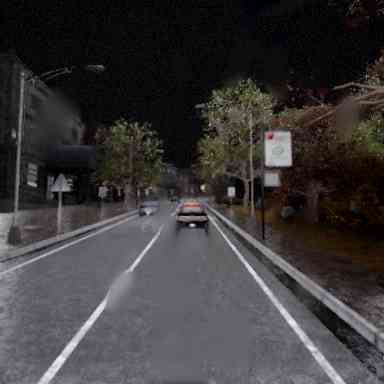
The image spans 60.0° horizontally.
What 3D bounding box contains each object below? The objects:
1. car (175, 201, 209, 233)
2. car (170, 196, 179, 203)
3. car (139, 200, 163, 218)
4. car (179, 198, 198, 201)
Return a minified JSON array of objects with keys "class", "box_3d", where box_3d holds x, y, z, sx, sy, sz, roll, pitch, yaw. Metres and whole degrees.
[{"class":"car","box_3d":[0.011,1.528,19.797,2.128,1.511,4.902,0,0,0]},{"class":"car","box_3d":[-3.661,1.679,72.388,2.033,1.411,5.357,0,0,1]},{"class":"car","box_3d":[-3.736,1.550,30.847,2.128,1.511,4.902,0,0,0]},{"class":"car","box_3d":[-0.076,1.420,37.802,2.097,1.767,4.553,0,0,0]}]
